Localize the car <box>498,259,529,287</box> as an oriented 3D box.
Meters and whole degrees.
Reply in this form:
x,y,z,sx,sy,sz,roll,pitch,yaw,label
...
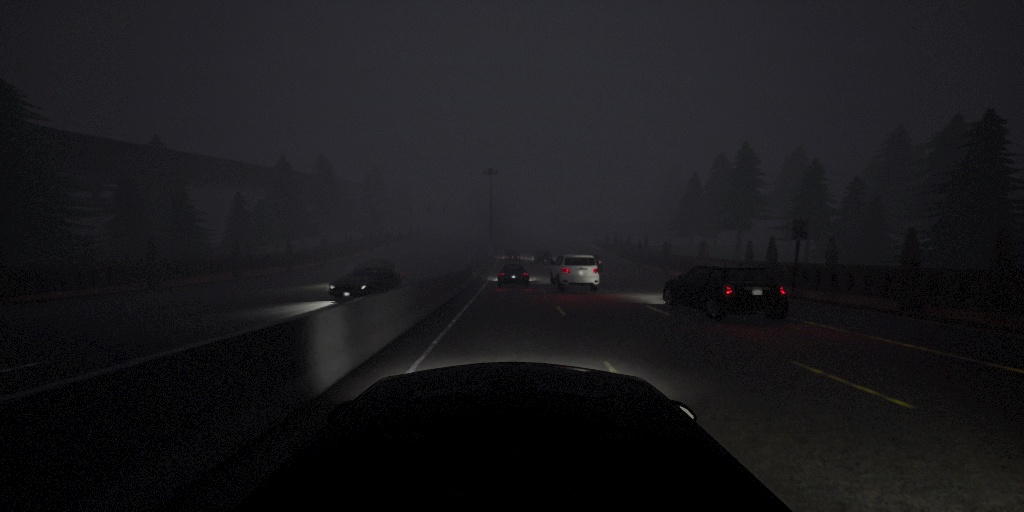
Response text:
x,y,z,sx,sy,sz,roll,pitch,yaw,label
0.095,1.163,23.461,1.994,1.385,4.181,0,1,0,car

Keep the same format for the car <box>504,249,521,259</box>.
x,y,z,sx,sy,sz,roll,pitch,yaw,label
0.059,-0.079,41.846,2.033,1.411,5.357,0,6,0,car

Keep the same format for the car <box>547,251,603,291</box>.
x,y,z,sx,sy,sz,roll,pitch,yaw,label
3.596,0.874,21.291,2.150,2.045,5.566,0,1,0,car

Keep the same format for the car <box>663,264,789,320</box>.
x,y,z,sx,sy,sz,roll,pitch,yaw,label
7.098,1.064,12.494,2.097,1.767,4.553,0,0,0,car

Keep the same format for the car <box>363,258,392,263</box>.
x,y,z,sx,sy,sz,roll,pitch,yaw,label
-10.514,0.919,27.668,1.882,1.535,5.008,0,2,0,car

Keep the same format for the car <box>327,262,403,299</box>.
x,y,z,sx,sy,sz,roll,pitch,yaw,label
-7.084,1.238,18.018,2.033,1.411,5.357,0,0,0,car

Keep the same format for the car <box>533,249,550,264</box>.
x,y,z,sx,sy,sz,roll,pitch,yaw,label
3.562,-0.016,40.821,1.837,1.490,4.892,0,6,0,car
